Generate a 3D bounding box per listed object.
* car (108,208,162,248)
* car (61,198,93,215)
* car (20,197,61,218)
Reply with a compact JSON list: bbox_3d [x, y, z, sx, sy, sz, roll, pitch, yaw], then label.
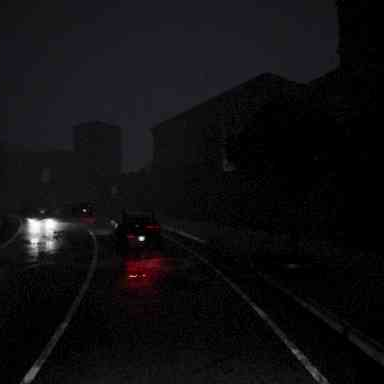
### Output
[{"bbox_3d":[-2.609,1.476,14.892,1.837,1.490,4.892,1,0,-17],"label":"car"},{"bbox_3d":[-10.582,1.280,30.312,1.837,1.490,4.892,3,-1,-36],"label":"car"},{"bbox_3d":[-12.501,1.167,26.705,2.128,1.511,4.902,3,0,-36],"label":"car"}]
